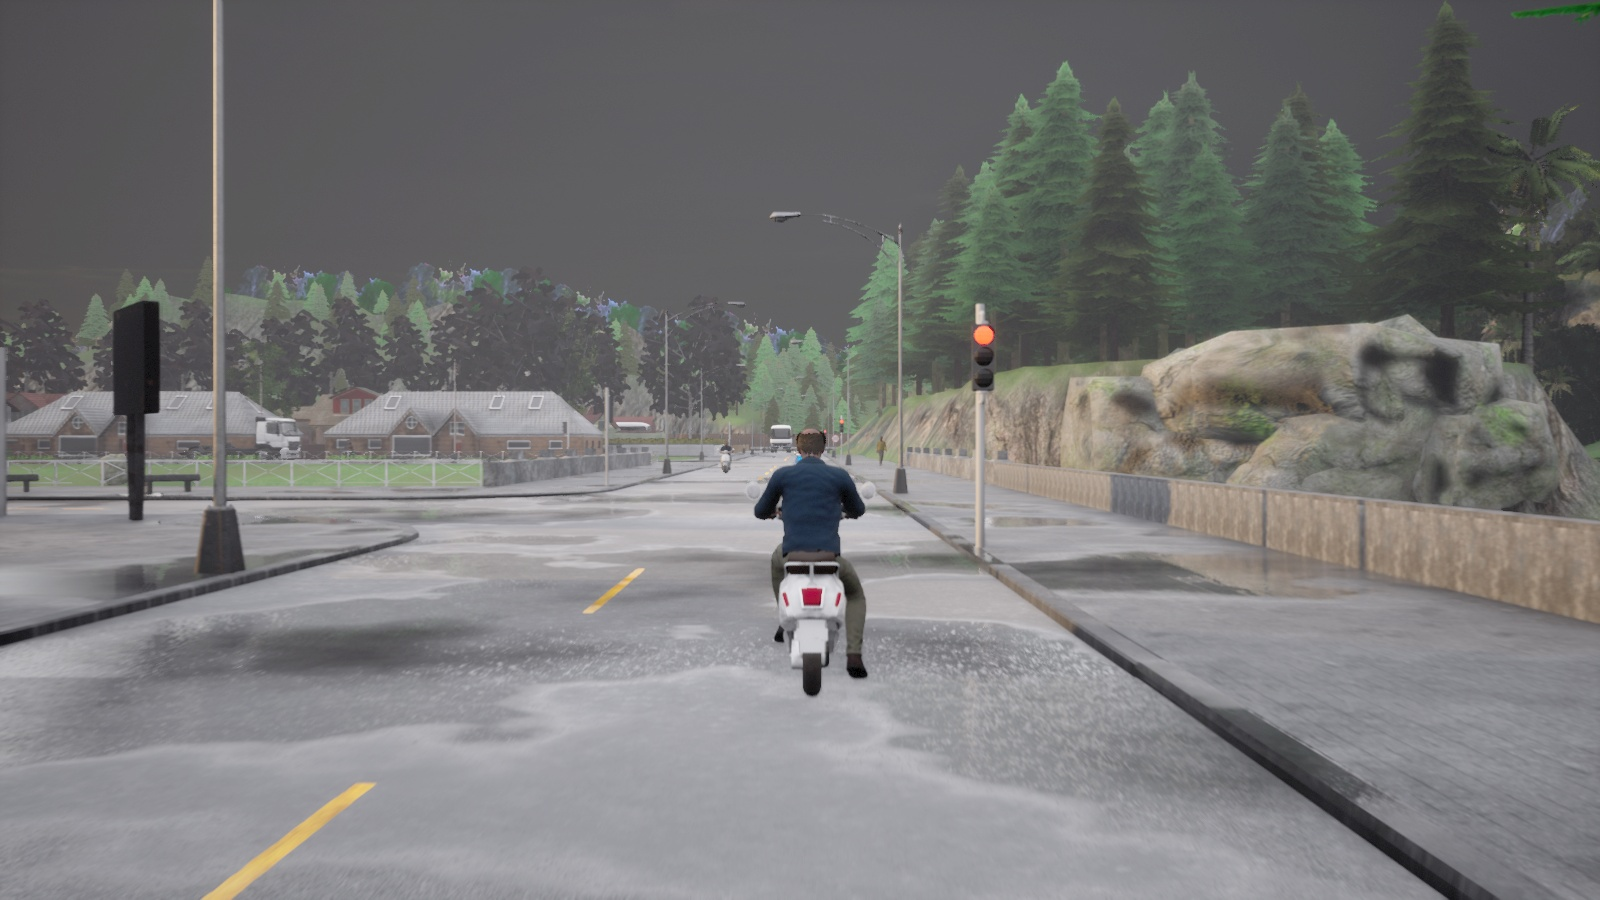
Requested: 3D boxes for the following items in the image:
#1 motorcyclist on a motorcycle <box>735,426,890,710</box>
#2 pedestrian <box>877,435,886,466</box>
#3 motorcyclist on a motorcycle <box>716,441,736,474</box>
[{"bbox_3d":[0.070,0.655,7.932,0.866,1.590,1.817,0,0,0],"label":"motorcyclist on a motorcycle"},{"bbox_3d":[4.785,0.043,73.970,0.370,1.835,0.726,0,0,-8],"label":"pedestrian"},{"bbox_3d":[-3.630,0.351,61.394,0.866,1.590,1.817,0,0,0],"label":"motorcyclist on a motorcycle"}]
